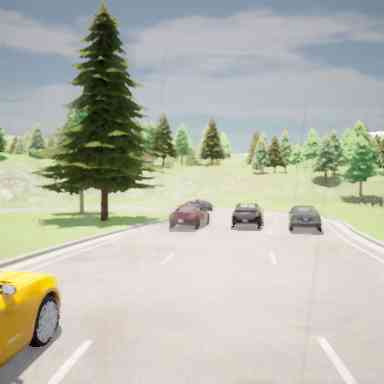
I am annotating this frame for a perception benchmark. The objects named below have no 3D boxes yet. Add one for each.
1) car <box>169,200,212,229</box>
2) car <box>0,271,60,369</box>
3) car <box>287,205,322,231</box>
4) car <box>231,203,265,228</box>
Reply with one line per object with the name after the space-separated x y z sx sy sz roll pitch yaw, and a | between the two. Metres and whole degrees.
-0.085 1.501 21.238 1.812 1.442 4.674 0 0 14 | car
-3.117 1.466 3.309 1.882 1.535 5.008 0 0 3 | car
6.942 1.540 20.702 2.033 1.411 5.357 0 0 16 | car
3.762 1.474 22.094 2.128 1.511 4.902 0 0 14 | car
